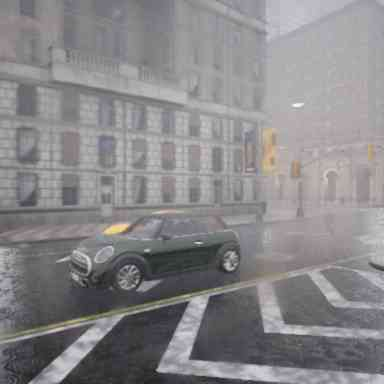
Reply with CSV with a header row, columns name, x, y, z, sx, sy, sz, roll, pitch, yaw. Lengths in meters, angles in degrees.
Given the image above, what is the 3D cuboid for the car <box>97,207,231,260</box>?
name,x,y,z,sx,sy,sz,roll,pitch,yaw
car,-0.962,1.485,13.167,5.008,1.535,1.882,0,0,-36

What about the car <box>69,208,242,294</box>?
name,x,y,z,sx,sy,sz,roll,pitch,yaw
car,-0.843,1.357,8.937,4.553,1.767,2.097,0,0,-36
